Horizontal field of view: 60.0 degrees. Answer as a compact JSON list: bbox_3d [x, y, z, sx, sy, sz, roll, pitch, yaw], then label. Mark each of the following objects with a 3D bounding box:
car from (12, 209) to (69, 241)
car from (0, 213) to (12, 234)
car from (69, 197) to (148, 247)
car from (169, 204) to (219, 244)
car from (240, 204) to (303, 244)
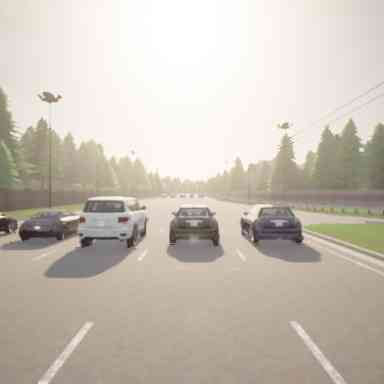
[{"bbox_3d":[-6.904,1.568,16.859,1.994,1.385,4.181,0,0,0],"label":"car"},{"bbox_3d":[-10.404,1.495,16.121,2.128,1.511,4.902,0,0,0],"label":"car"},{"bbox_3d":[-3.403,1.225,15.174,2.150,2.045,5.566,0,0,0],"label":"car"},{"bbox_3d":[0.095,1.355,15.850,2.097,1.767,4.553,0,0,0],"label":"car"},{"bbox_3d":[3.595,1.355,15.859,2.097,1.767,4.553,0,0,0],"label":"car"}]
